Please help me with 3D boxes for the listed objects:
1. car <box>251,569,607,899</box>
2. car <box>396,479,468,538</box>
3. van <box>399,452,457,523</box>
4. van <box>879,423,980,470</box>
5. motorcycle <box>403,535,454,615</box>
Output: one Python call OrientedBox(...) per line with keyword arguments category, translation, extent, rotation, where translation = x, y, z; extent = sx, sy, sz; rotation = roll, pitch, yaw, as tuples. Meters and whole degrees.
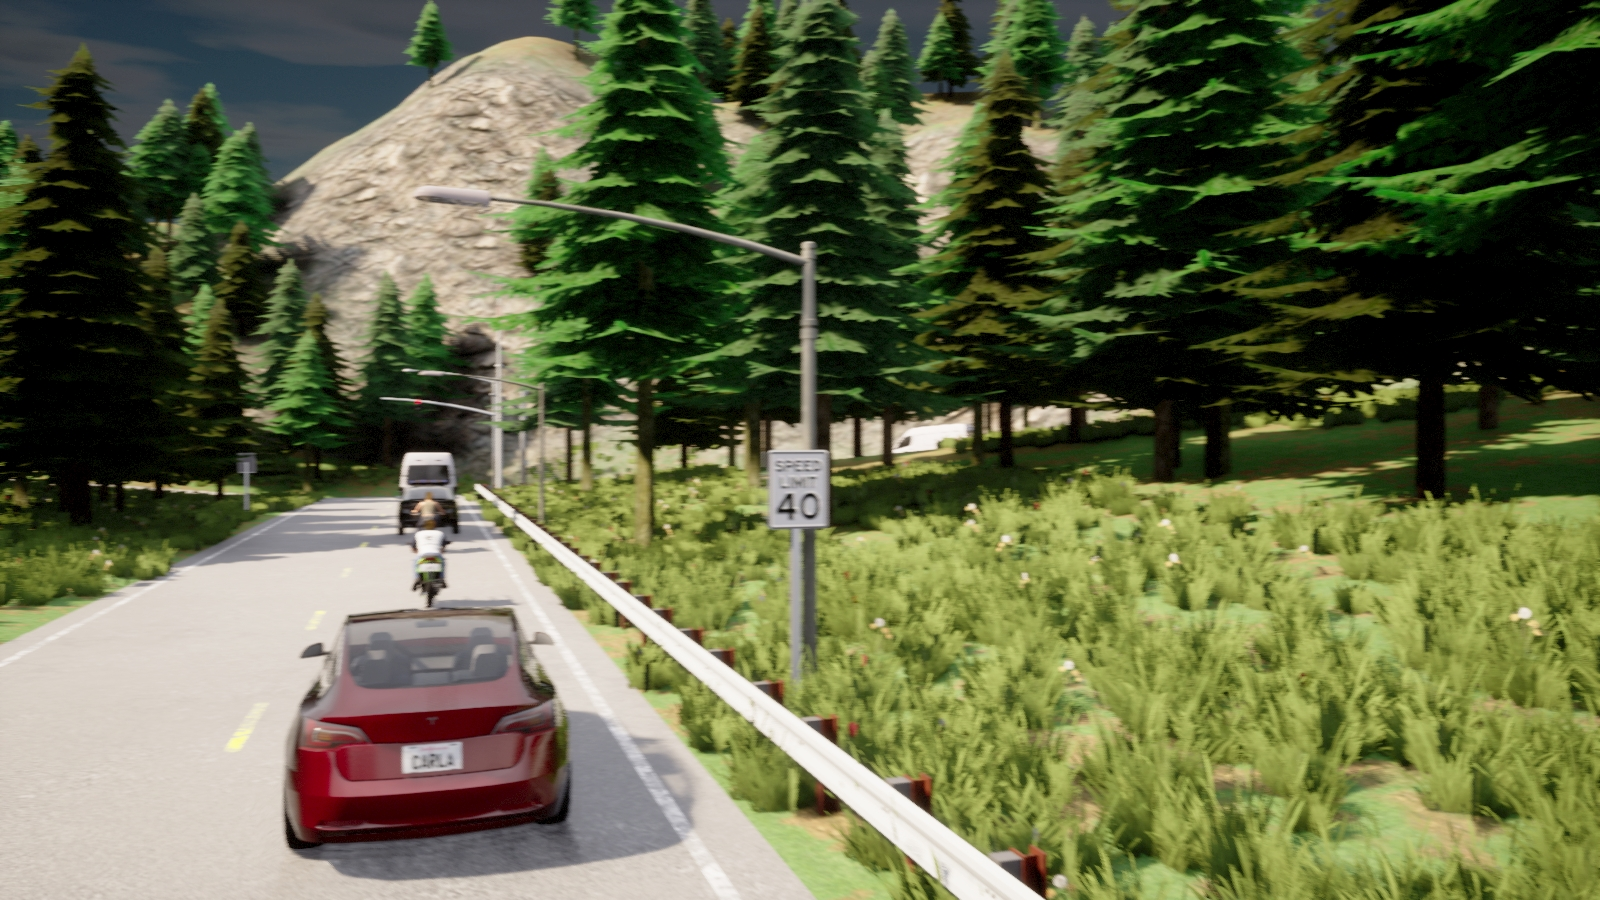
OrientedBox(category="car", translation=(-3.062, 2.023, 9.602), extent=(2.163, 1.488, 4.792), rotation=(0, 0, -18))
OrientedBox(category="car", translation=(-12.133, 1.845, 37.685), extent=(2.097, 1.638, 5.238), rotation=(0, 0, -18))
OrientedBox(category="van", translation=(-14.545, 1.373, 44.699), extent=(1.988, 2.561, 5.915), rotation=(0, 0, -18))
OrientedBox(category="van", translation=(8.222, -0.209, 72.894), extent=(5.915, 2.561, 1.988), rotation=(-5, -1, 25))
OrientedBox(category="motorcycle", translation=(-6.452, 2.138, 19.840), extent=(0.803, 1.145, 2.033), rotation=(0, 0, -18))
